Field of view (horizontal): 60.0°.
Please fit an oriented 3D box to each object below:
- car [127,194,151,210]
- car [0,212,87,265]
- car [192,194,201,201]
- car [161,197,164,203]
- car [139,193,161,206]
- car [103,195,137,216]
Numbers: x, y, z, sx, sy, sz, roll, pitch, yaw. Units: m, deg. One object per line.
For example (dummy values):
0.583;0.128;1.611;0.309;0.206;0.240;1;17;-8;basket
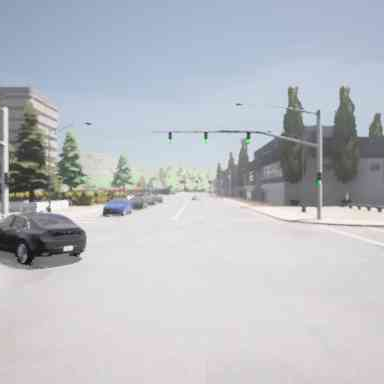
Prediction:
-6.550;1.307;40.168;1.882;1.535;5.008;0;0;1;car
-5.622;1.464;11.639;4.892;1.490;1.837;0;-1;39;car
0.946;1.185;72.648;1.812;1.442;4.674;0;0;1;car
-6.220;1.303;59.598;1.994;1.385;4.181;0;0;1;car
-6.360;1.276;49.868;2.128;1.511;4.902;0;0;1;car
-6.721;1.352;30.576;1.882;1.535;5.008;0;0;2;car
